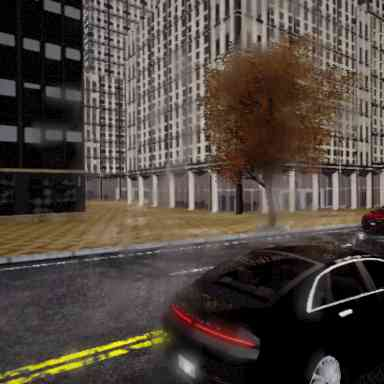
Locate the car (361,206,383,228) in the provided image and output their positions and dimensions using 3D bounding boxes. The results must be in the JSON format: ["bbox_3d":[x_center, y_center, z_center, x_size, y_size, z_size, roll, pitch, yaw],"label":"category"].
[{"bbox_3d":[12.406,1.554,20.528,5.008,1.535,1.882,0,0,-35],"label":"car"}]

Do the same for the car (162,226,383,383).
[{"bbox_3d":[1.923,1.522,4.821,4.892,1.490,1.837,-1,0,-35],"label":"car"}]
